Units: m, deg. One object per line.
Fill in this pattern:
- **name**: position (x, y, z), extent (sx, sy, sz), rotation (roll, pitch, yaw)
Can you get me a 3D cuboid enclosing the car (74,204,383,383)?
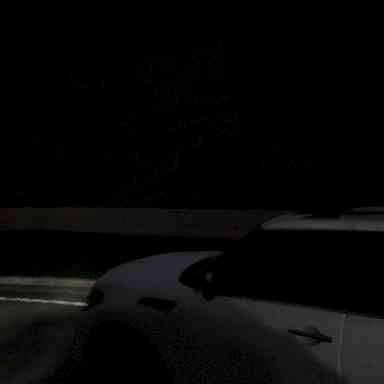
- **car**: position (1.412, 1.138, 3.033), extent (5.566, 2.045, 2.150), rotation (0, 1, 32)
